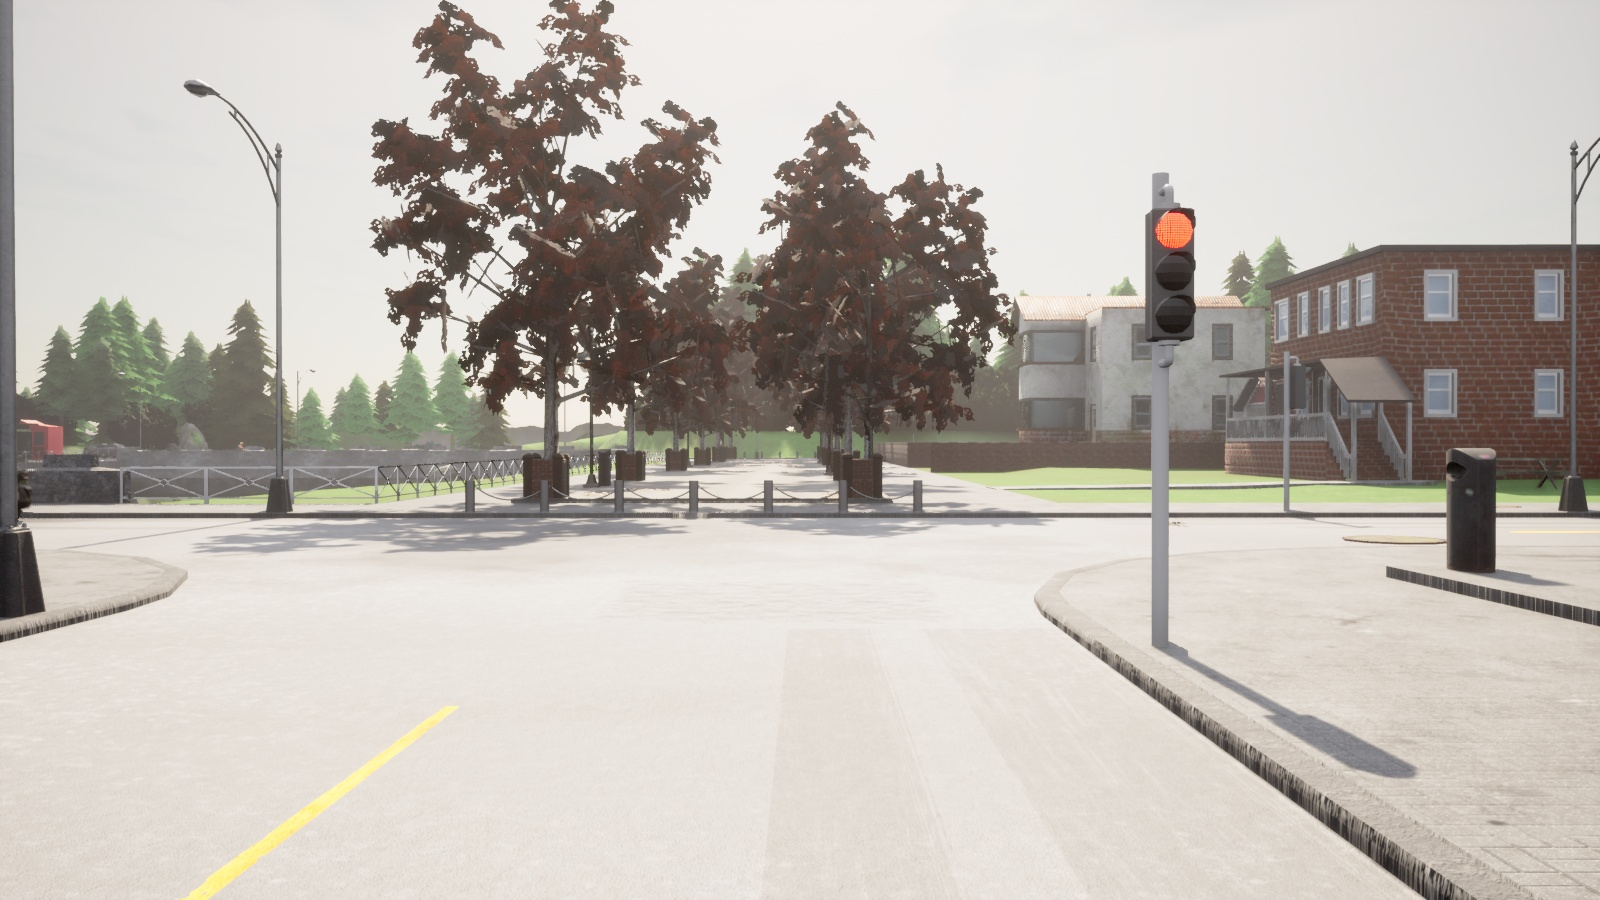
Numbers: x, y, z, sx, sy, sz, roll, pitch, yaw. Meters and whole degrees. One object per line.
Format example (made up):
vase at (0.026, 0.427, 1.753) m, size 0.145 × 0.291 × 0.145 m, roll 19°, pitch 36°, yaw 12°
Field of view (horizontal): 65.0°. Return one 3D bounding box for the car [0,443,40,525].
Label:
car at (-16.575, 0.617, 23.011) m, size 4.193 × 1.474 × 1.816 m, roll 0°, pitch 0°, yaw 0°
